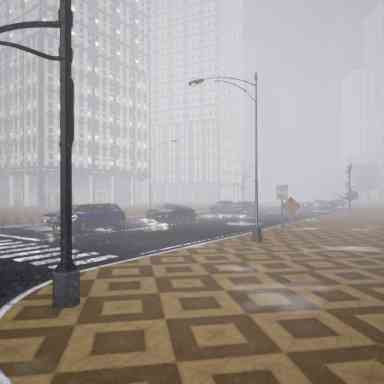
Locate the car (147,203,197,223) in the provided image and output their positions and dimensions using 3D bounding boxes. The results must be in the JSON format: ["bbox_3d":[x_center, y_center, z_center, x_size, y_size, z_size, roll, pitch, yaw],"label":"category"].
[{"bbox_3d":[-1.379,1.737,27.669,1.994,1.385,4.181,0,-1,35],"label":"car"}]

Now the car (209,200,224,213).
[{"bbox_3d":[3.937,1.755,41.262,1.882,1.535,5.008,0,-1,34],"label":"car"}]

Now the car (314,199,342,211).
[{"bbox_3d":[18.809,1.852,45.874,2.033,1.411,5.357,0,0,31],"label":"car"}]

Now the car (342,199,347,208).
[{"bbox_3d":[24.203,1.839,54.729,1.882,1.535,5.008,0,0,31],"label":"car"}]

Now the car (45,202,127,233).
[{"bbox_3d":[-6.226,1.468,20.548,2.097,1.767,4.553,0,-1,34],"label":"car"}]

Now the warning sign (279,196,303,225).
[{"bbox_3d":[6.840,1.251,22.944,1.300,1.860,1.060,0,0,34],"label":"warning sign"}]

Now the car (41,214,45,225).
[{"bbox_3d":[-8.146,1.632,23.543,2.128,1.511,4.902,0,-1,34],"label":"car"}]

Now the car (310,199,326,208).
[{"bbox_3d":[21.478,1.903,56.502,1.812,1.442,4.674,0,0,31],"label":"car"}]

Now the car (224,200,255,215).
[{"bbox_3d":[5.936,1.760,38.417,1.837,1.490,4.892,0,-1,34],"label":"car"}]

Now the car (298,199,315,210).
[{"bbox_3d":[16.299,1.923,47.987,1.895,1.301,4.718,0,0,32],"label":"car"}]
